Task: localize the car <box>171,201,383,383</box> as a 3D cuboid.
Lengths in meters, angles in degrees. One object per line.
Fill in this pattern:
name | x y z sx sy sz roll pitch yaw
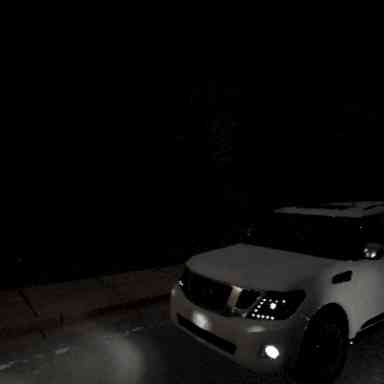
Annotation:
car | 2.358 1.213 5.664 5.566 2.045 2.150 0 0 -35
